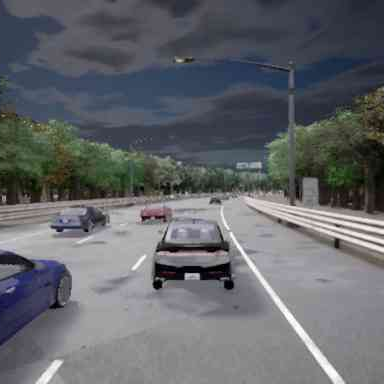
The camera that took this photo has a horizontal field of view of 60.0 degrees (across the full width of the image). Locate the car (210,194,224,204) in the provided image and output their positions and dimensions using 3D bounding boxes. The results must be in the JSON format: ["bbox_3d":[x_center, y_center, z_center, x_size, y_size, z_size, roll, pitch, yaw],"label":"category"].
[{"bbox_3d":[4.403,1.397,60.893,1.837,1.490,4.892,0,0,9],"label":"car"}]

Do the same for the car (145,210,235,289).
[{"bbox_3d":[0.053,1.482,9.106,2.128,1.511,4.902,0,0,1],"label":"car"}]

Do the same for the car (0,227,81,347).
[{"bbox_3d":[-3.386,1.538,4.904,1.812,1.442,4.674,0,0,0],"label":"car"}]

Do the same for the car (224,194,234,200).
[{"bbox_3d":[8.542,1.335,84.003,2.128,1.511,4.902,0,0,12],"label":"car"}]

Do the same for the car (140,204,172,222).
[{"bbox_3d":[-2.671,1.582,25.943,1.895,1.301,4.718,0,0,3],"label":"car"}]

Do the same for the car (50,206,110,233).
[{"bbox_3d":[-6.504,1.556,19.860,2.033,1.411,5.357,0,0,3],"label":"car"}]
